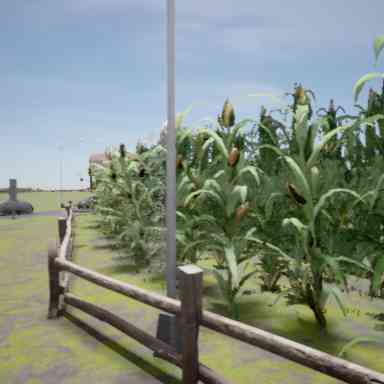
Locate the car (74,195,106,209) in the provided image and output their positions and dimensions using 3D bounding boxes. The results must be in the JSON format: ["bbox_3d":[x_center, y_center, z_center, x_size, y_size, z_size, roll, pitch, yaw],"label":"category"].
[{"bbox_3d":[-11.153,1.107,37.897,1.837,1.490,4.892,-1,1,29],"label":"car"}]

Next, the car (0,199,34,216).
[{"bbox_3d":[-16.213,1.338,29.259,1.994,1.385,4.181,-1,1,32],"label":"car"}]
